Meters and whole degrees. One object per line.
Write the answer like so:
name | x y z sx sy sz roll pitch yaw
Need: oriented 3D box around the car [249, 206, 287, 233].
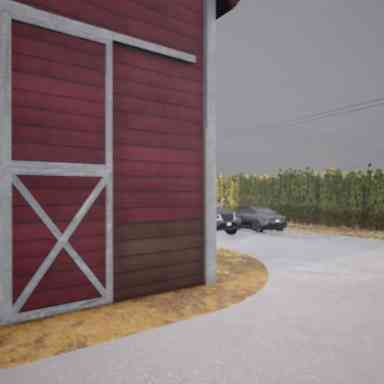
car | 3.537 1.531 19.624 1.994 1.385 4.181 0 0 -33

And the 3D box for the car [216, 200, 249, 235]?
car | 0.314 1.197 18.333 2.150 2.045 5.566 0 0 -32
